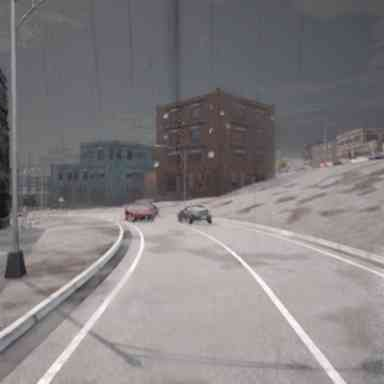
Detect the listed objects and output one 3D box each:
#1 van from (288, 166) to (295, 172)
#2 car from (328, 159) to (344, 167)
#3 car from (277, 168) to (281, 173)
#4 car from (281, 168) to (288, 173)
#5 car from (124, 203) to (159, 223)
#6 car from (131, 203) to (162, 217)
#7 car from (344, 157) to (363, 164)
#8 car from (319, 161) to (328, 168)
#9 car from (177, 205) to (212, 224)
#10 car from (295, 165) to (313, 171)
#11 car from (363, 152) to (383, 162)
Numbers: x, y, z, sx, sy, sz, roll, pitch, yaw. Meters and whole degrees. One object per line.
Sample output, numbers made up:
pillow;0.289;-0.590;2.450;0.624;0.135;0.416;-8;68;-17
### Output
van;24.387;-5.147;76.669;1.878;1.987;4.442;0;1;-1
car;24.834;-4.707;54.742;2.185;1.767;4.553;0;1;-1
car;24.160;-5.314;87.796;2.435;2.045;5.566;0;1;-1
car;24.272;-4.956;82.313;2.002;1.452;4.674;0;1;-1
car;-4.707;1.856;29.629;1.882;1.535;5.008;0;-1;-23
car;-5.527;2.106;39.500;1.837;1.490;4.892;-1;-1;-31
car;24.949;-4.444;49.071;2.002;1.452;4.674;0;1;-1
car;24.721;-4.799;60.261;2.185;1.767;4.553;0;1;-1
car;0.170;1.785;26.987;1.812;1.442;4.674;0;-1;-19
car;24.496;-4.843;71.276;2.231;1.521;4.892;0;1;-1
car;25.061;-4.514;43.576;2.185;1.767;4.553;0;1;-1
